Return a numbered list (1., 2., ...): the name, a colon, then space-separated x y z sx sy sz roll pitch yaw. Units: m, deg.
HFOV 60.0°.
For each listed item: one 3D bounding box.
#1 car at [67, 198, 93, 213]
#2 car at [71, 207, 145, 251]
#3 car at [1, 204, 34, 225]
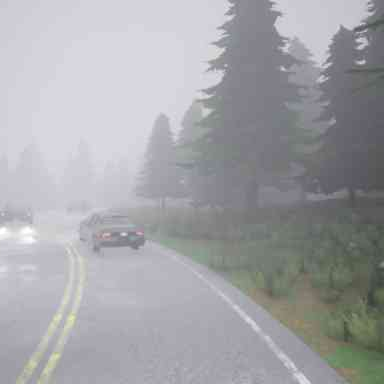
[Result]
1. car: -11.821 1.399 35.344 2.128 1.511 4.902 -1 0 -6
2. car: -3.616 1.580 14.273 2.033 1.411 5.357 2 -1 -27
3. car: -12.125 1.506 23.228 1.895 1.301 4.718 1 -1 -25
